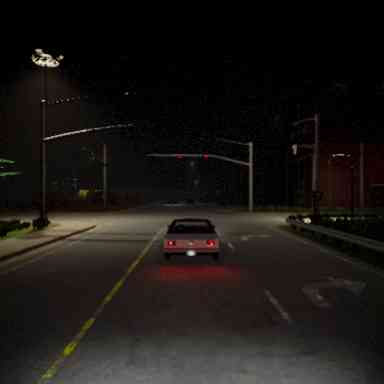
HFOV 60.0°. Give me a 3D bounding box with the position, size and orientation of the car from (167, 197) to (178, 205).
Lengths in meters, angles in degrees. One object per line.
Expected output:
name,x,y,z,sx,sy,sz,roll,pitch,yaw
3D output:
car,-3.966,1.794,66.992,1.812,1.442,4.674,0,0,0

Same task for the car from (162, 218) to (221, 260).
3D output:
car,-0.020,1.652,12.727,1.895,1.301,4.718,0,0,0

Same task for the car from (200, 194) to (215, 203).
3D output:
car,3.622,1.455,78.243,1.905,1.878,3.866,-8,3,-43

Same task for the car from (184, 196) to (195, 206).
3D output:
car,-0.429,1.754,62.444,1.837,1.490,4.892,0,0,0

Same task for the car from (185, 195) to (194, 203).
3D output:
car,-0.528,1.659,76.441,2.097,1.767,4.553,0,0,0
